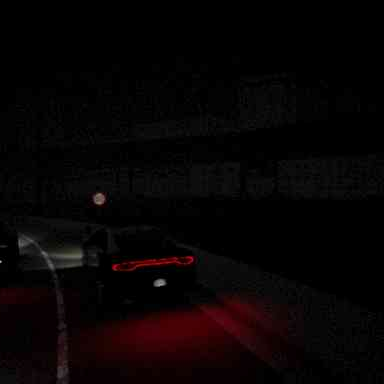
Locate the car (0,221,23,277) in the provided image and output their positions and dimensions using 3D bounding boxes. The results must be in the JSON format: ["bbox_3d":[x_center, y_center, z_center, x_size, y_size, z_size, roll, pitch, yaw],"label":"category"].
[{"bbox_3d":[-6.347,1.627,10.122,2.128,1.511,4.902,0,0,-27],"label":"car"}]

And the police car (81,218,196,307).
[{"bbox_3d":[-1.659,1.492,8.489,1.930,1.638,5.238,-1,0,-24],"label":"police car"}]
